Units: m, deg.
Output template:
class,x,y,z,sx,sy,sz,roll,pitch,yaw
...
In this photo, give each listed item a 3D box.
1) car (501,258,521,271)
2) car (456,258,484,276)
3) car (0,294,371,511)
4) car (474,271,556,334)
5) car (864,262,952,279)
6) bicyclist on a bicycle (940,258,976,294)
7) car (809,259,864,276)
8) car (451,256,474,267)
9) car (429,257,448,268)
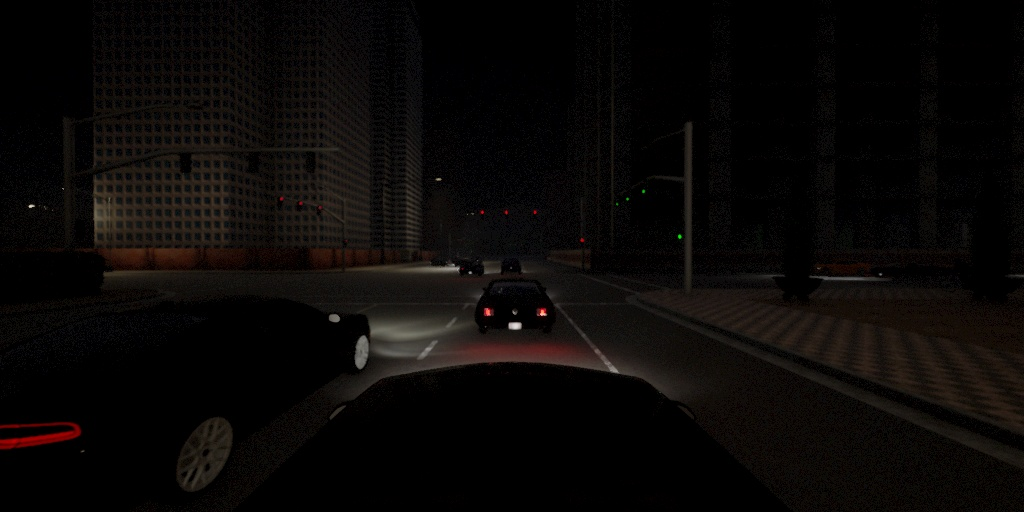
class,x,y,z,sx,sy,sz,roll,pitch,yaw
car,-0.099,0.969,36.008,1.882,1.535,5.008,0,0,0
car,-3.583,1.117,32.836,1.895,1.301,4.718,0,0,0
car,-3.452,1.207,4.420,1.882,1.535,5.008,0,0,1
car,0.075,1.286,10.369,1.895,1.301,4.718,0,0,0
car,31.508,1.149,28.478,4.718,1.301,1.895,0,0,0
bicyclist on a bicycle,20.759,0.939,16.567,0.582,1.620,1.656,0,0,0
car,28.870,0.999,31.995,5.008,1.535,1.882,0,0,0
car,-7.154,0.971,52.193,1.895,1.301,4.718,0,0,1
car,-10.650,0.847,52.344,1.882,1.535,5.008,0,1,1
